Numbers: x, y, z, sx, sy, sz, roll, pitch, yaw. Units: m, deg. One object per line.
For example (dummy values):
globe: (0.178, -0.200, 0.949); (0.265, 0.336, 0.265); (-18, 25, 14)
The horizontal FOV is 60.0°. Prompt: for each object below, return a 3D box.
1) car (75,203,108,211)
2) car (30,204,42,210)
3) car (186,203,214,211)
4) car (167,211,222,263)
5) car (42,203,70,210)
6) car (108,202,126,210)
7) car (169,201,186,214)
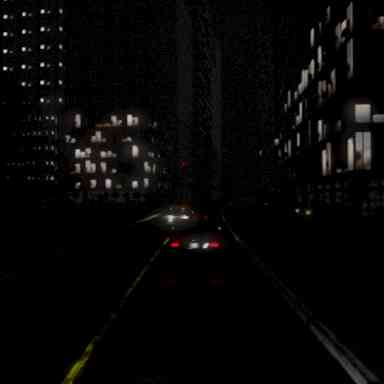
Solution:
car: (-15.855, 2.319, 51.192); (4.403, 1.369, 2.008); (-1, 0, 13)
car: (-30.409, 2.790, 63.150); (4.313, 1.339, 1.947); (-1, 0, 13)
car: (0.803, 1.794, 28.381); (1.837, 1.490, 4.892); (0, 0, 4)
car: (0.146, 1.678, 12.496); (2.033, 1.411, 5.357); (0, -1, 2)
car: (-24.929, 2.676, 61.886); (4.313, 1.339, 1.947); (-1, 0, 13)
car: (-13.969, 2.435, 59.356); (4.403, 1.369, 2.008); (-1, 0, 13)
car: (-1.502, 1.869, 39.535); (1.882, 1.535, 5.008); (0, -1, 5)
